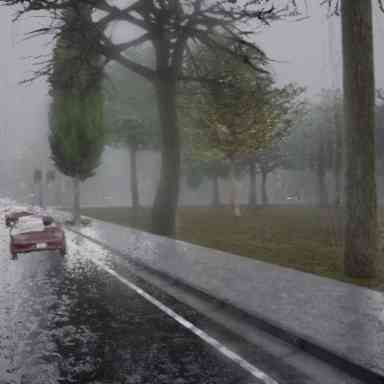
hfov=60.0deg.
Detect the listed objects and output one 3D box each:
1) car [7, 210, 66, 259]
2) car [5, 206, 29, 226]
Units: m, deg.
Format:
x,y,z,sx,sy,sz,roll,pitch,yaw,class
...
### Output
x,y,z,sx,sy,sz,roll,pitch,yaw,class
-6.233,1.669,13.281,1.812,1.442,4.674,0,0,-29,car
-13.653,1.831,26.311,1.812,1.442,4.674,0,0,-29,car
